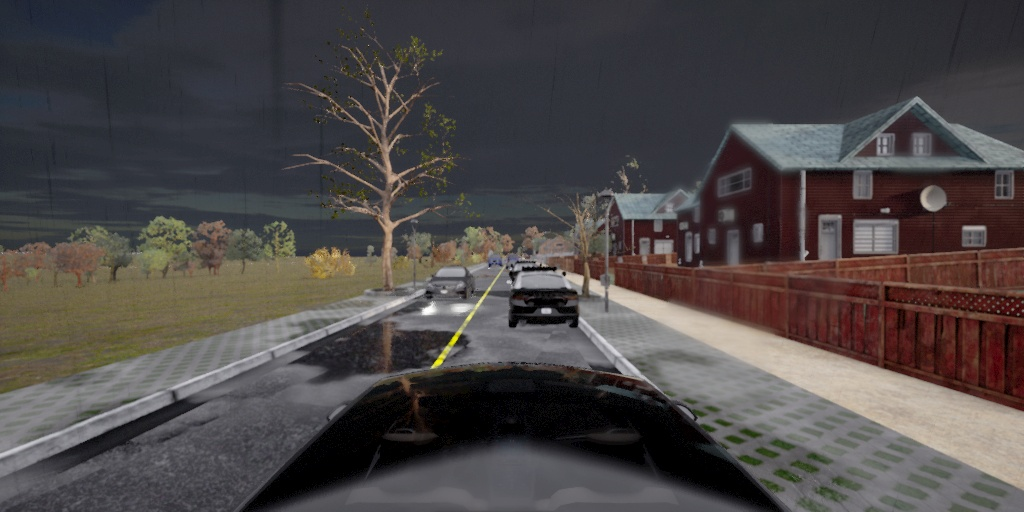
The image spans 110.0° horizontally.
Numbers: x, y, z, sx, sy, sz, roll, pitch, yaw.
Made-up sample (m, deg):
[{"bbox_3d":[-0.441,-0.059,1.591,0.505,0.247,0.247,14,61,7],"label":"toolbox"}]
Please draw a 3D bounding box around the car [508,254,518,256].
[{"bbox_3d":[0.166,0.736,64.407,2.150,2.045,5.566,0,0,0],"label":"car"}]

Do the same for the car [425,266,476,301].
[{"bbox_3d":[-2.810,1.210,17.188,1.812,1.442,4.674,0,0,0],"label":"car"}]

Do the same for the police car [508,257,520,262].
[{"bbox_3d":[0.876,1.093,21.370,1.930,1.638,5.238,0,0,0],"label":"police car"}]

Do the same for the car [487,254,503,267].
[{"bbox_3d":[-2.682,0.756,57.709,2.150,2.045,5.566,0,0,0],"label":"car"}]

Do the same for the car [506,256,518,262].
[{"bbox_3d":[0.161,1.127,49.269,1.994,1.385,4.181,0,0,0],"label":"car"}]

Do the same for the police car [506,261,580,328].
[{"bbox_3d":[0.850,1.134,11.370,1.930,1.638,5.238,0,0,0],"label":"police car"}]
